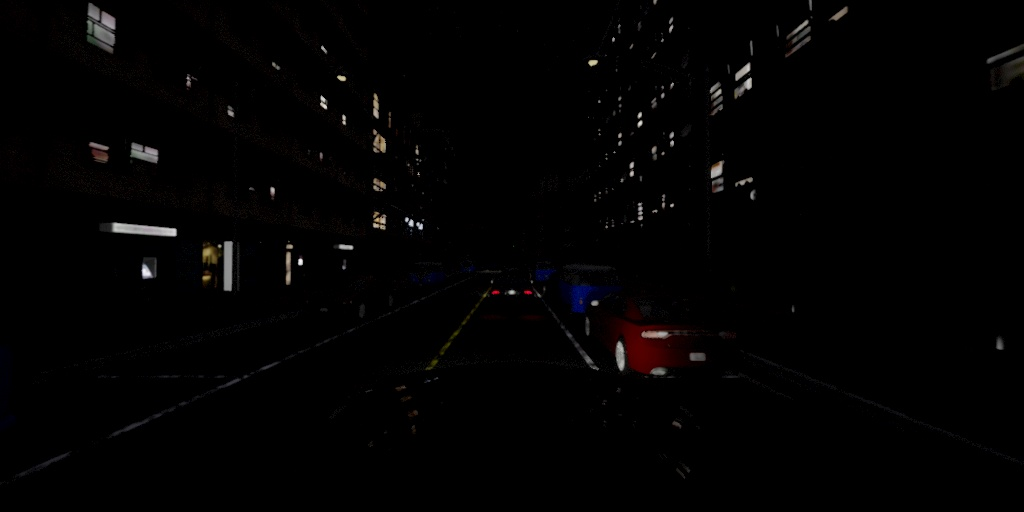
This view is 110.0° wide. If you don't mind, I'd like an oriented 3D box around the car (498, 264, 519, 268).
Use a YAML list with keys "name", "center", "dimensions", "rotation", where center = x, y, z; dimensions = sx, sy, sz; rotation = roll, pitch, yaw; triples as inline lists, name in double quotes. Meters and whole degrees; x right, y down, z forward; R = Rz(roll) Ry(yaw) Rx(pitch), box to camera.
- name: "car"
  center: [-0.005, 1.566, 31.247]
  dimensions: [1.812, 1.442, 4.674]
  rotation: [0, 0, 0]

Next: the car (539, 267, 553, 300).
- name: "car"
  center: [2.687, 1.480, 18.746]
  dimensions: [1.948, 1.339, 4.313]
  rotation: [0, 0, 0]

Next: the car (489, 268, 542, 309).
- name: "car"
  center: [-0.004, 1.433, 15.852]
  dimensions: [2.033, 1.411, 5.357]
  rotation: [0, -1, 0]

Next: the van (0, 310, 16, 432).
- name: "van"
  center: [-5.688, 1.091, 1.758]
  dimensions: [1.690, 1.789, 3.998]
  rotation: [0, 0, 0]

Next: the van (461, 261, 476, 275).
- name: "van"
  center: [-5.703, 1.546, 47.052]
  dimensions: [1.690, 1.789, 3.998]
  rotation: [0, 0, 0]

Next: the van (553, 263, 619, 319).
- name: "van"
  center: [2.688, 1.199, 13.086]
  dimensions: [1.690, 1.789, 3.998]
  rotation: [0, 0, 0]

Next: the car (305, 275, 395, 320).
- name: "car"
  center: [-5.692, 1.404, 13.083]
  dimensions: [1.888, 1.381, 4.507]
  rotation: [0, 0, 0]

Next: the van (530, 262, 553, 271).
- name: "van"
  center: [2.683, 1.369, 30.071]
  dimensions: [1.690, 1.789, 3.998]
  rotation: [0, 0, 0]

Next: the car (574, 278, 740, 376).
- name: "car"
  center: [2.691, 1.349, 7.424]
  dimensions: [1.888, 1.381, 4.507]
  rotation: [0, 0, 0]

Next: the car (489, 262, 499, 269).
- name: "car"
  center: [-3.070, 1.870, 64.273]
  dimensions: [1.882, 1.535, 5.008]
  rotation: [0, -1, 1]

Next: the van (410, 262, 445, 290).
- name: "van"
  center: [-5.696, 1.312, 24.406]
  dimensions: [1.690, 1.789, 3.998]
  rotation: [0, 0, 0]
